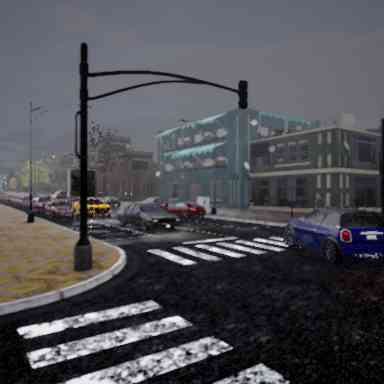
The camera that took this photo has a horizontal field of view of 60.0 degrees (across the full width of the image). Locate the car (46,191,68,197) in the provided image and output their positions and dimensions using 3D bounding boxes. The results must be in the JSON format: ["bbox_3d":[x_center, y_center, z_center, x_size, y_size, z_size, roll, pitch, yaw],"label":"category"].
[{"bbox_3d":[-13.974,1.033,35.952,2.097,1.767,4.553,0,0,-35],"label":"car"}]

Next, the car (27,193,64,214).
[{"bbox_3d":[-13.710,1.148,31.035,1.967,1.590,4.097,1,0,-35],"label":"car"}]

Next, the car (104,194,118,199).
[{"bbox_3d":[-10.002,1.241,40.374,2.008,1.369,4.403,1,0,-35],"label":"car"}]

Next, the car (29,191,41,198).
[{"bbox_3d":[-38.512,0.651,81.347,1.967,1.590,4.097,1,0,-35],"label":"car"}]

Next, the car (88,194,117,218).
[{"bbox_3d":[-8.351,1.242,27.864,1.882,1.535,5.008,0,0,-35],"label":"car"}]

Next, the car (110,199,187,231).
[{"bbox_3d":[-2.767,1.393,19.824,2.033,1.411,5.357,0,0,-35],"label":"car"}]

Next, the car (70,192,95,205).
[{"bbox_3d":[-16.334,0.906,49.481,2.192,1.841,5.009,1,0,-35],"label":"car"}]

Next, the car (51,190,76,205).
[{"bbox_3d":[-18.827,0.797,48.506,2.150,2.045,5.566,0,0,-35],"label":"car"}]

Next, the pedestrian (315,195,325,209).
[{"bbox_3d":[7.685,1.066,20.099,0.375,1.860,0.375,1,-1,-35],"label":"pedestrian"}]

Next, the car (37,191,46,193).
[{"bbox_3d":[-24.928,0.980,57.263,1.837,1.490,4.892,0,0,-35],"label":"car"}]

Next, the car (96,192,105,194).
[{"bbox_3d":[-13.165,0.956,44.926,2.192,1.841,5.009,1,0,-35],"label":"car"}]

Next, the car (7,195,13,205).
[{"bbox_3d":[-23.217,1.143,44.693,1.802,1.307,4.206,1,0,-35],"label":"car"}]

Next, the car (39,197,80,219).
[{"bbox_3d":[-10.545,1.336,26.482,1.802,1.307,4.206,1,0,-35],"label":"car"}]

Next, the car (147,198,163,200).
[{"bbox_3d":[-3.665,1.225,31.270,1.967,1.590,4.097,1,0,-35],"label":"car"}]

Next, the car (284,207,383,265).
[{"bbox_3d":[5.093,1.349,12.041,2.097,1.767,4.553,0,1,-8],"label":"car"}]

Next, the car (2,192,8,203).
[{"bbox_3d":[-26.384,1.054,49.245,1.887,1.381,4.507,1,0,-35],"label":"car"}]

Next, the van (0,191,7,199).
[{"bbox_3d":[-35.884,0.690,62.903,1.690,1.788,3.998,1,0,-35],"label":"van"}]

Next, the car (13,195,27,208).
[{"bbox_3d":[-20.049,1.193,40.138,1.802,1.307,4.206,1,0,-35],"label":"car"}]

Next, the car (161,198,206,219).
[{"bbox_3d":[-0.498,1.412,26.715,1.802,1.307,4.206,1,0,-35],"label":"car"}]
